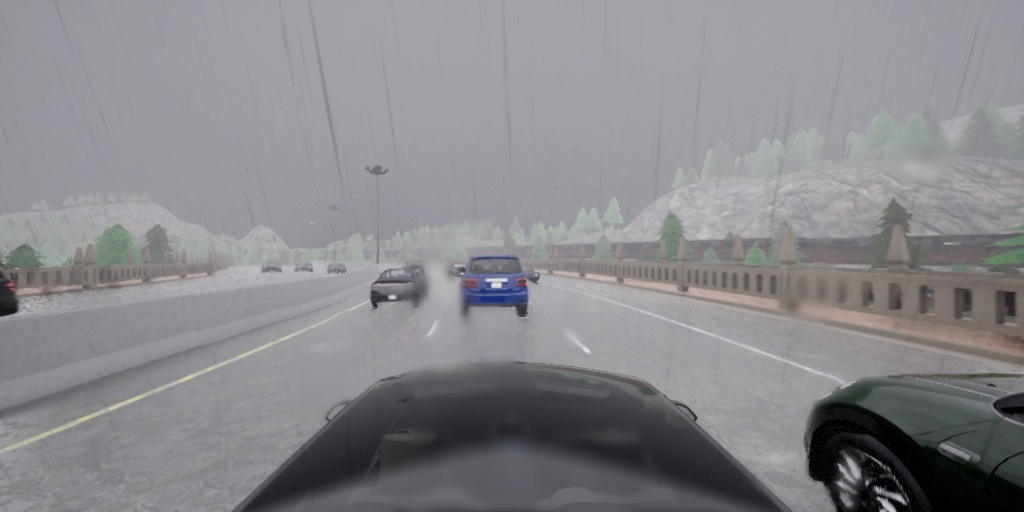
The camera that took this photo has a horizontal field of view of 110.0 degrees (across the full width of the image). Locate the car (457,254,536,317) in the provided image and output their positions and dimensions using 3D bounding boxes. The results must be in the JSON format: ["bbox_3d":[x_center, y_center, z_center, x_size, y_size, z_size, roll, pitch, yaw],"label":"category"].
[{"bbox_3d":[-0.780,0.959,13.295,2.150,2.045,5.566,0,0,-7],"label":"car"}]

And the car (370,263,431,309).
[{"bbox_3d":[-4.585,1.247,15.151,2.128,1.511,4.902,0,0,-8],"label":"car"}]

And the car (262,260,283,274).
[{"bbox_3d":[-30.741,1.291,46.024,2.097,1.767,4.553,-1,0,-32],"label":"car"}]

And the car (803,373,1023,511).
[{"bbox_3d":[3.421,1.089,1.022,2.097,1.767,4.553,0,0,0],"label":"car"}]

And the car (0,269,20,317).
[{"bbox_3d":[-14.407,1.033,7.375,2.150,2.045,5.566,0,0,-5],"label":"car"}]

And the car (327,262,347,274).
[{"bbox_3d":[-20.404,1.407,41.838,1.994,1.385,4.181,-1,0,-26],"label":"car"}]

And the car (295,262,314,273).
[{"bbox_3d":[-27.133,1.464,46.843,1.994,1.385,4.181,-1,0,-31],"label":"car"}]

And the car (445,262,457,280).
[{"bbox_3d":[-4.695,1.259,31.315,1.812,1.442,4.674,0,0,-17],"label":"car"}]

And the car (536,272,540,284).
[{"bbox_3d":[0.464,1.310,25.906,1.895,1.301,4.718,0,0,-13],"label":"car"}]
